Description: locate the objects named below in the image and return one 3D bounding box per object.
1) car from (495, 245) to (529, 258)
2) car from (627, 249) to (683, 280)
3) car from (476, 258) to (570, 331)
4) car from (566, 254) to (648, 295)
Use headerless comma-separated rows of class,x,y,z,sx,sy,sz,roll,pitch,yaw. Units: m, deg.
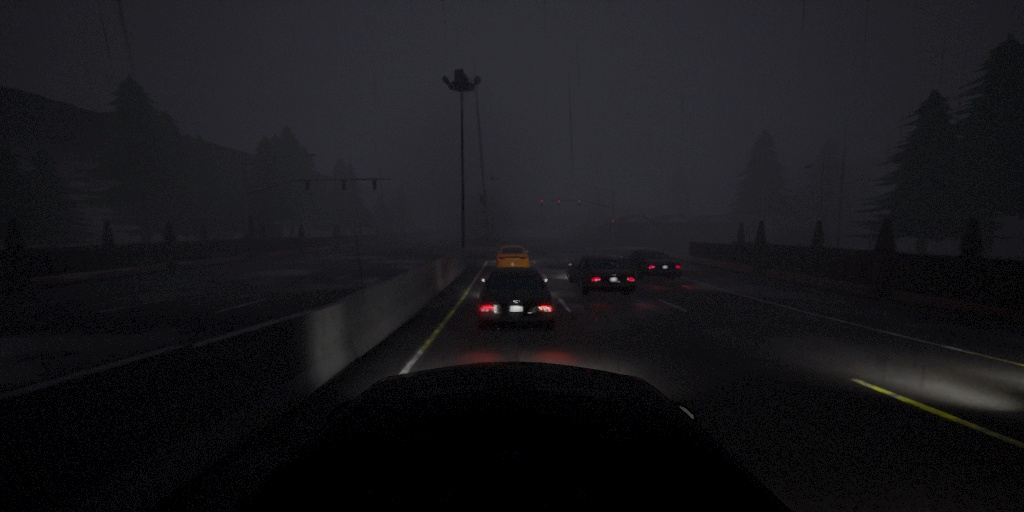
car,0.021,0.075,21.603,1.882,1.535,5.008,0,5,0
car,7.036,0.360,18.993,2.033,1.411,5.357,0,5,0
car,0.078,1.002,9.892,2.033,1.411,5.357,0,3,0
car,3.549,0.676,15.040,2.033,1.411,5.357,0,4,0
